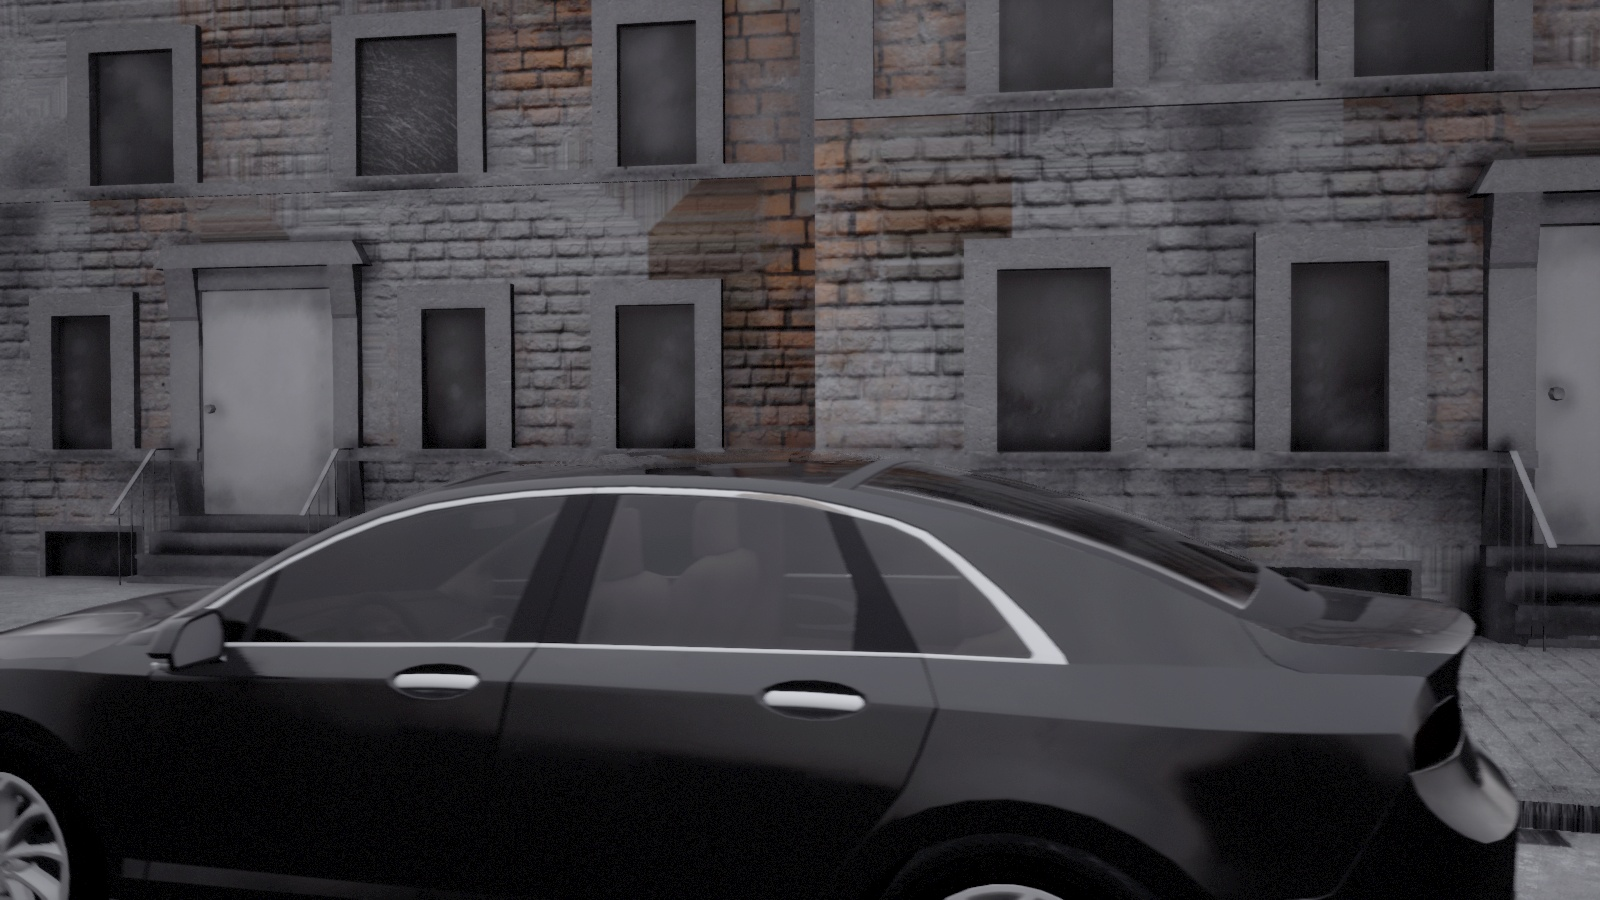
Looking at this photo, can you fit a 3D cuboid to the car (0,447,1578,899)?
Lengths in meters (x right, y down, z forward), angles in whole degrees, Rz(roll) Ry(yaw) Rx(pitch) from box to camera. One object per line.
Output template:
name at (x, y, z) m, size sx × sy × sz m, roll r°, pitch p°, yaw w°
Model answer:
car at (-0.623, 0.766, 3.930) m, size 4.892 × 1.490 × 1.837 m, roll 1°, pitch 1°, yaw 19°
